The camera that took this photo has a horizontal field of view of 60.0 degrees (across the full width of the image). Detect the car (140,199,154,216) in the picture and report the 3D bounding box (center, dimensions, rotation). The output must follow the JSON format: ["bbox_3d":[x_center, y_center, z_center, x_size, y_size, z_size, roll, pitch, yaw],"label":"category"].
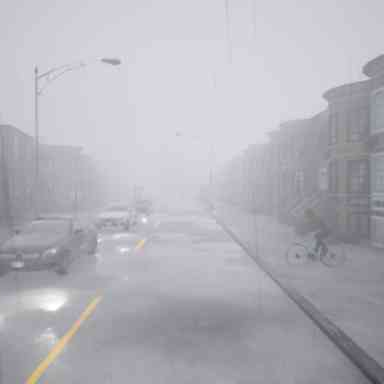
[{"bbox_3d":[-4.618,1.352,30.486,2.033,1.411,5.357,0,0,-1],"label":"car"}]

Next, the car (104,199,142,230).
[{"bbox_3d":[-4.442,1.403,20.015,1.812,1.442,4.674,0,0,-1],"label":"car"}]

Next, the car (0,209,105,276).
[{"bbox_3d":[-4.250,1.470,10.347,1.812,1.442,4.674,0,0,-2],"label":"car"}]

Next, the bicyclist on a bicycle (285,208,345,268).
[{"bbox_3d":[3.340,1.270,9.034,1.656,1.620,0.582,0,0,-1],"label":"bicyclist on a bicycle"}]
